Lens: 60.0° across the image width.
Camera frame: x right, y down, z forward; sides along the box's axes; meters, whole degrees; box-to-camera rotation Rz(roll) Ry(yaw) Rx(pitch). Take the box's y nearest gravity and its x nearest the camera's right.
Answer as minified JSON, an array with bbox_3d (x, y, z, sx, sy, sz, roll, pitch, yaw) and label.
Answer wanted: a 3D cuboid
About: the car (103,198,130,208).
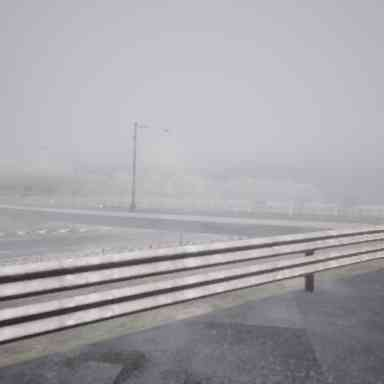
[{"bbox_3d":[-11.032,1.692,49.535,5.008,1.535,1.882,1,-2,30],"label":"car"}]
